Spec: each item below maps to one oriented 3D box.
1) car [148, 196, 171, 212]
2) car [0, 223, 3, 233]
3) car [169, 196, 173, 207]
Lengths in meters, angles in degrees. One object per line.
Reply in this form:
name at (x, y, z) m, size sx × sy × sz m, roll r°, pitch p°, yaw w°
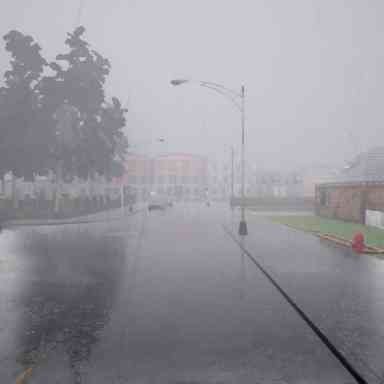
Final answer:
car at (-4.035, 1.547, 39.743) m, size 2.033 × 1.411 × 5.357 m, roll 0°, pitch 0°, yaw 0°
car at (-11.569, 1.564, 16.069) m, size 4.181 × 1.385 × 1.994 m, roll 0°, pitch 0°, yaw -1°
car at (-3.986, 1.352, 49.891) m, size 2.097 × 1.767 × 4.553 m, roll 0°, pitch 0°, yaw 1°
